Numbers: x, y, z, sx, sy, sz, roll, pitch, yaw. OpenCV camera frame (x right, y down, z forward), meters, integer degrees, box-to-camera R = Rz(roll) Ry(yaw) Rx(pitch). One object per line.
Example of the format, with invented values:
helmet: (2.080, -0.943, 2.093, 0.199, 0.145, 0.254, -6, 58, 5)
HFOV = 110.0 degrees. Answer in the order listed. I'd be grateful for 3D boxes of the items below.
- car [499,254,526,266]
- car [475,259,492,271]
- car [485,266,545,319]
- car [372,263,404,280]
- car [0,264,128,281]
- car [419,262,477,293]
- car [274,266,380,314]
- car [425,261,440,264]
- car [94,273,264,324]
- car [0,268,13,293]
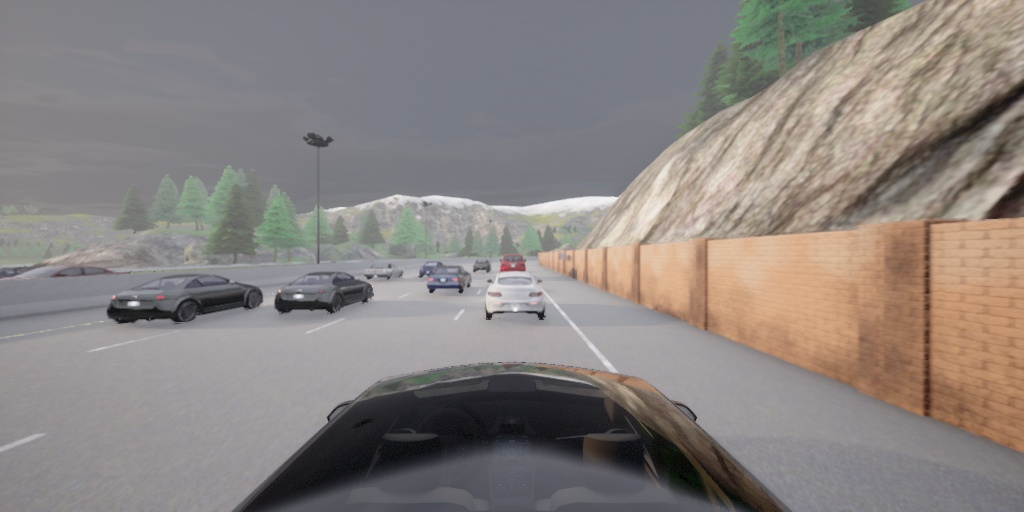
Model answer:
car: (0.081, 0.862, 31.362, 2.150, 2.045, 5.566, 0, 0, 0)
car: (-3.425, 1.094, 41.844, 2.128, 1.511, 4.902, 0, 0, 0)
car: (0.093, 1.236, 12.416, 1.812, 1.442, 4.674, 0, 0, 0)
car: (-10.417, 1.248, 29.580, 1.895, 1.301, 4.718, 0, 0, 0)
car: (-21.016, 1.173, 16.676, 1.882, 1.535, 5.008, 0, 0, 0)
car: (-3.413, 1.229, 20.235, 2.033, 1.411, 5.357, 0, 0, 0)
car: (-6.908, 1.270, 13.618, 1.994, 1.385, 4.181, 0, 0, 0)
car: (-6.920, 1.164, 31.864, 1.812, 1.442, 4.674, 0, 0, 0)
car: (-10.406, 1.276, 11.869, 1.994, 1.385, 4.181, 0, 0, 0)
car: (-28.011, 1.293, 17.084, 1.895, 1.301, 4.718, 0, 0, 0)
